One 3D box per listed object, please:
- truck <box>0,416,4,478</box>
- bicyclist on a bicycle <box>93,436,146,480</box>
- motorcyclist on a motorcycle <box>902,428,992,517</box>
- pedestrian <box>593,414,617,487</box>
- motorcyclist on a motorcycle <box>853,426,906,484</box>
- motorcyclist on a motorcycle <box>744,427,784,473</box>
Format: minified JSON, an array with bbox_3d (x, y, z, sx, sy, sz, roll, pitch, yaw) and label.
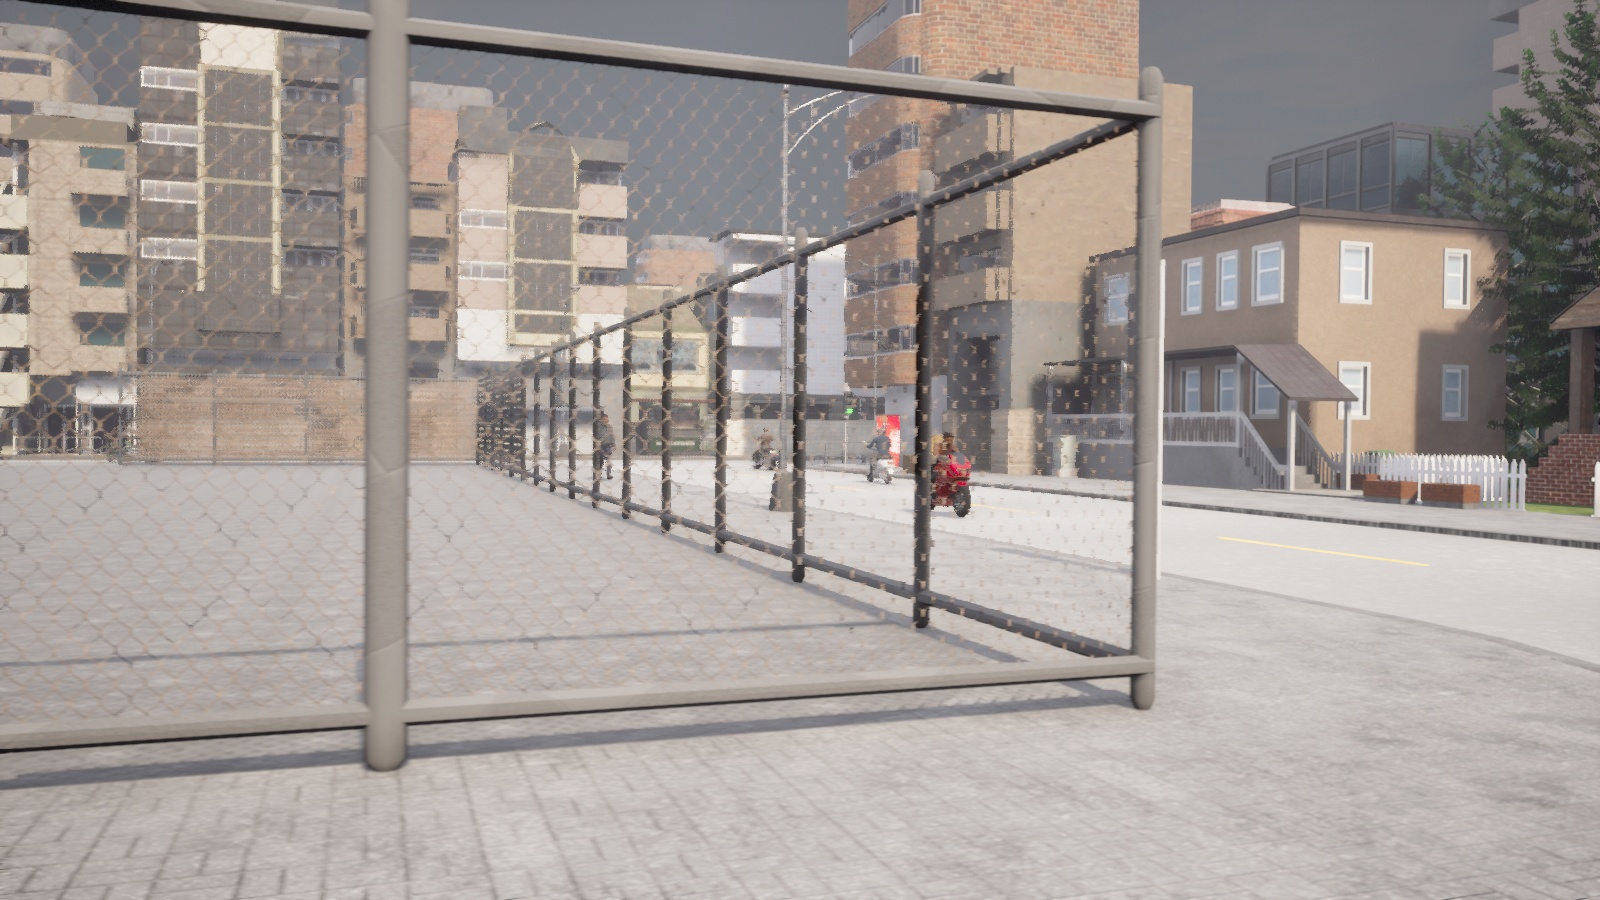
[{"bbox_3d":[-34.165,-0.076,48.583,5.204,2.467,2.627,-1,1,-19],"label":"truck"},{"bbox_3d":[-25.631,0.278,47.306,1.656,1.620,0.582,-1,1,-19],"label":"bicyclist on a bicycle"},{"bbox_3d":[2.616,0.368,22.595,0.797,1.523,2.044,-1,1,-19],"label":"motorcyclist on a motorcycle"},{"bbox_3d":[-5.222,0.008,33.650,0.423,1.949,0.788,-1,1,-24],"label":"pedestrian"},{"bbox_3d":[2.266,0.121,35.905,0.866,1.590,1.817,-1,1,-19],"label":"motorcyclist on a motorcycle"},{"bbox_3d":[-1.350,-0.012,46.356,0.766,1.649,2.350,-1,1,-20],"label":"motorcyclist on a motorcycle"}]
